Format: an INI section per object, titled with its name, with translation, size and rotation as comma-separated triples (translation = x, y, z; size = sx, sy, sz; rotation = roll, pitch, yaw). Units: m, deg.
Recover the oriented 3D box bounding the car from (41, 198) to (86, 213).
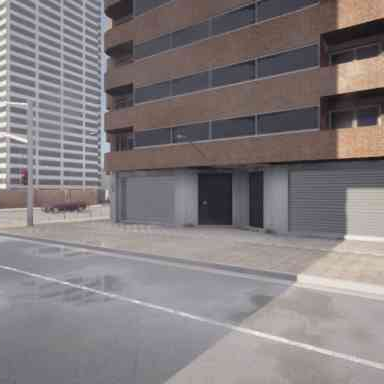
[car]
translation = -14.164, 1.477, 36.945
size = 1.882, 1.535, 5.008
rotation = 0, 0, 35
